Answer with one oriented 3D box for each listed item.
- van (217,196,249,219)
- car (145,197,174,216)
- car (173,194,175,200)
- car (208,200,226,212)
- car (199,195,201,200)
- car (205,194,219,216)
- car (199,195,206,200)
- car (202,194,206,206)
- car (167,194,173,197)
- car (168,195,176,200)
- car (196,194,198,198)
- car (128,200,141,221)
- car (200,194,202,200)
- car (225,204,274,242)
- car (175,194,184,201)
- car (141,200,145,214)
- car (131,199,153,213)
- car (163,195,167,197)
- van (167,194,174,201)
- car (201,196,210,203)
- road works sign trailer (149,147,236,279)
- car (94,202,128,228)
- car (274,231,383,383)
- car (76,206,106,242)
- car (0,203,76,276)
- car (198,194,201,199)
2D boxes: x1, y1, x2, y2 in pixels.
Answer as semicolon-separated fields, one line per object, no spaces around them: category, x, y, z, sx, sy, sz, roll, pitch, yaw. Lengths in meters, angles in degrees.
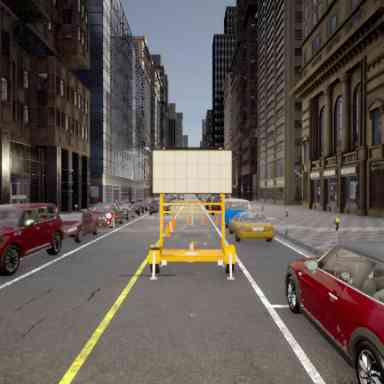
van;2.782;1.341;21.725;1.690;1.788;3.998;0;0;0
car;-3.067;1.508;32.340;1.837;1.490;4.892;0;0;0
car;-5.683;1.576;77.741;1.887;1.381;4.507;0;0;0
car;2.800;1.588;38.530;1.802;1.307;4.206;0;0;0
car;2.824;1.586;60.937;1.947;1.339;4.313;0;0;0
car;2.793;1.318;32.928;2.192;1.841;5.009;0;0;0
car;2.860;1.588;94.548;1.887;1.381;4.507;0;0;0
car;2.805;1.324;44.132;2.192;1.841;5.009;0;0;0
car;-5.689;1.467;72.139;1.967;1.590;4.097;0;0;0
car;-5.665;1.588;94.548;1.887;1.381;4.507;0;0;0
car;2.854;1.584;88.945;1.887;1.381;4.507;0;0;0
car;-5.737;1.552;27.323;2.008;1.369;4.403;0;0;0
car;2.818;1.456;55.335;1.967;1.590;4.097;0;0;0
car;2.776;1.525;16.294;1.752;1.417;4.829;0;0;0
car;-2.904;1.585;86.581;2.033;1.411;5.357;0;0;0
car;-5.731;1.569;32.924;1.947;1.339;4.313;0;0;0
car;-5.725;1.571;38.526;1.947;1.339;4.313;0;0;0
car;-5.707;1.560;55.333;1.887;1.381;4.507;0;0;0
van;-5.672;1.380;88.946;1.690;1.788;3.998;0;0;0
car;2.836;1.609;72.140;1.802;1.307;4.206;0;0;0
road works sign trailer;0.009;0.464;9.966;2.380;3.560;2.880;0;0;0
car;-5.743;1.440;21.720;1.967;1.590;4.097;0;0;0
car;2.764;1.440;4.919;1.967;1.590;4.097;0;0;0
car;-5.749;1.582;16.119;1.802;1.307;4.206;0;0;0
car;-5.755;1.314;10.516;2.192;1.841;5.009;0;0;0
car;2.830;1.464;66.538;1.967;1.590;4.097;0;0;0
